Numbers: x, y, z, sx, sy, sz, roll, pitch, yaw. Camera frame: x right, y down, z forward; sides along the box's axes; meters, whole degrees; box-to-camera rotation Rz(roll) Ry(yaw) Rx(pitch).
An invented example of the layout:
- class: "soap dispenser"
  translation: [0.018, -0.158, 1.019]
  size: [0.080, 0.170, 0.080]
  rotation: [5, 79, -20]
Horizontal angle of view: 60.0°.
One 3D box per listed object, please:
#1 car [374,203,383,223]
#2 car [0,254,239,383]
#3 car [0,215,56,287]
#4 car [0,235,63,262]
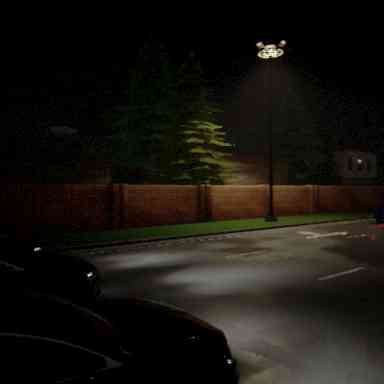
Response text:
- class: "car"
  translation: [14.265, 1.272, 22.521]
  size: [5.008, 1.535, 1.882]
  rotation: [0, 0, -35]
- class: "car"
  translation: [-1.799, 1.506, 2.464]
  size: [4.892, 1.490, 1.837]
  rotation: [0, 0, -35]
- class: "car"
  translation: [-6.105, 1.495, 7.992]
  size: [4.902, 1.511, 2.128]
  rotation: [0, 0, -35]
- class: "car"
  translation: [-3.925, 1.494, 5.247]
  size: [4.902, 1.511, 2.128]
  rotation: [-1, 0, -35]
